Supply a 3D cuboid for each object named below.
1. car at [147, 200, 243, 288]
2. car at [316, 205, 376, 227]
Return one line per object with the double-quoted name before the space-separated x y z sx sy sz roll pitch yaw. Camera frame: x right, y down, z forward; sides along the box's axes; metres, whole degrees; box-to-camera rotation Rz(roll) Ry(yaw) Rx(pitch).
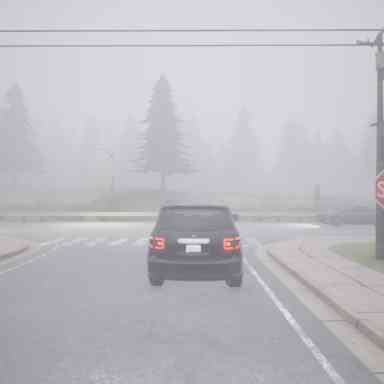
"car" 0.170 1.226 9.420 2.150 2.045 5.566 0 0 3
"car" 10.560 1.571 22.255 4.181 1.385 1.994 0 0 1
